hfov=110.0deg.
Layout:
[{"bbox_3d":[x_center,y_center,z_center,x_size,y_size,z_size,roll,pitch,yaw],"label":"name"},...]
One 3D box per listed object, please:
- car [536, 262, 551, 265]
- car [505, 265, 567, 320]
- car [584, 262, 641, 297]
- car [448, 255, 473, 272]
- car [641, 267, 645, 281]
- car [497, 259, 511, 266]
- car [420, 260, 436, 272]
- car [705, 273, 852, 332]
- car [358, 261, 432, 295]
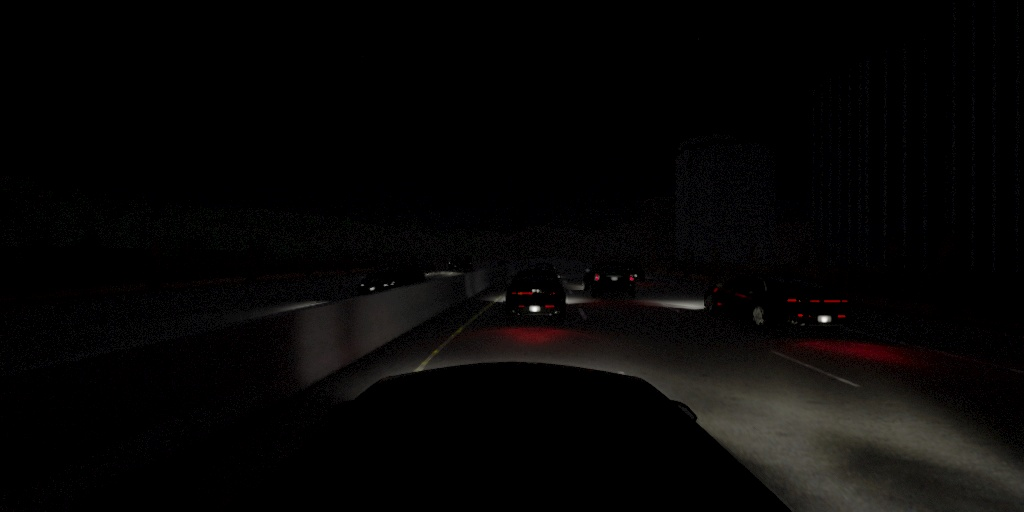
[{"bbox_3d":[2.693,1.252,30.524,2.033,1.411,5.357,0,0,6],"label":"car"},{"bbox_3d":[0.854,1.228,12.485,1.837,1.490,4.892,0,0,5],"label":"car"},{"bbox_3d":[5.003,1.082,18.869,2.097,1.767,4.553,0,0,6],"label":"car"},{"bbox_3d":[-6.457,0.880,45.497,2.150,2.045,5.566,0,0,6],"label":"car"},{"bbox_3d":[9.670,1.243,29.915,1.837,1.490,4.892,0,0,6],"label":"car"},{"bbox_3d":[-1.314,1.240,60.345,2.033,1.411,5.357,0,0,7],"label":"car"},{"bbox_3d":[-10.365,1.201,41.885,1.994,1.385,4.181,0,0,6],"label":"car"},{"bbox_3d":[7.739,1.263,11.046,1.837,1.490,4.892,0,0,5],"label":"car"},{"bbox_3d":[-5.863,1.187,18.085,1.837,1.490,4.892,0,0,6],"label":"car"}]
